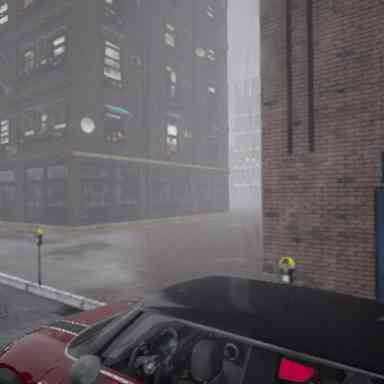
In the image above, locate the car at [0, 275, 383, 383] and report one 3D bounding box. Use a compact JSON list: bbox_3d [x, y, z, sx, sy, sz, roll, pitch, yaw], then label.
[{"bbox_3d":[0.111,1.441,2.654,4.097,1.590,1.967,0,-1,35],"label":"car"}]
